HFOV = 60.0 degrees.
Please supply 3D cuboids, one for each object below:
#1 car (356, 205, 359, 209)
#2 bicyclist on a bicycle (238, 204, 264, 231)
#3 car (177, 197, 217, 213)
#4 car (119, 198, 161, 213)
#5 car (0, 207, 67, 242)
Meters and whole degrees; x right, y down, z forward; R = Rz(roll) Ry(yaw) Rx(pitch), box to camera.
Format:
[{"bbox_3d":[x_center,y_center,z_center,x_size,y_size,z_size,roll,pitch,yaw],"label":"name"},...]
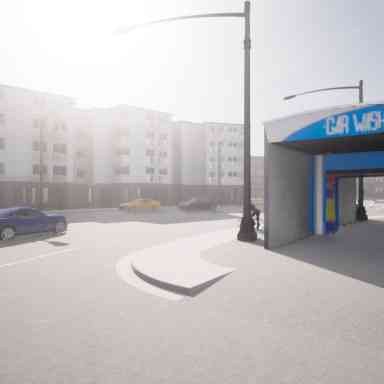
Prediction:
[{"bbox_3d":[15.206,1.601,33.916,4.718,1.301,1.895,0,0,-22],"label":"car"},{"bbox_3d":[3.224,1.301,18.277,1.656,1.620,0.582,0,0,38],"label":"bicyclist on a bicycle"},{"bbox_3d":[0.547,1.352,37.924,4.553,1.767,2.097,0,0,-35],"label":"car"},{"bbox_3d":[-5.813,1.477,37.344,5.008,1.535,1.882,0,0,-41],"label":"car"},{"bbox_3d":[-8.539,1.477,16.666,1.882,1.535,5.008,0,0,24],"label":"car"}]
